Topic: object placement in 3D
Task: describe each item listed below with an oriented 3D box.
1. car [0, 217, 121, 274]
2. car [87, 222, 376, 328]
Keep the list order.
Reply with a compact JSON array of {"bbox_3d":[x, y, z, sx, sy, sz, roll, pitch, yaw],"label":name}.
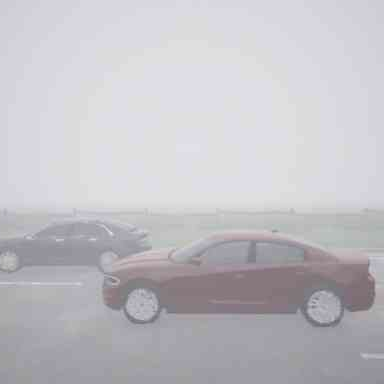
[{"bbox_3d":[-3.651,1.564,10.223,4.892,1.490,1.837,0,0,3],"label":"car"},{"bbox_3d":[0.803,1.500,6.504,5.008,1.535,1.882,0,0,3],"label":"car"}]
